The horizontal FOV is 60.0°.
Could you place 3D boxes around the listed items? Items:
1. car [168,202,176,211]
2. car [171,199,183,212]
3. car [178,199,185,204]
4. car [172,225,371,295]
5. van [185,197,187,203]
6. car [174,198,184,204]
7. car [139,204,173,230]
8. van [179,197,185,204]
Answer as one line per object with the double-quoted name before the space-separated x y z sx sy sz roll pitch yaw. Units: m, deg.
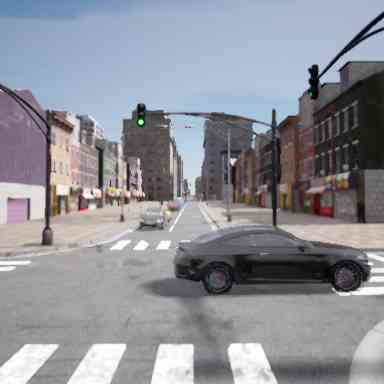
"car" -2.643 1.833 28.763 1.752 1.417 4.829 1 -1 0
"car" -2.656 2.015 45.878 1.887 1.381 4.507 1 -1 0
"car" -2.688 2.479 85.414 1.802 1.307 4.206 1 -1 0
"car" 1.856 1.557 8.213 4.674 1.442 1.812 -1 -1 0
"van" -2.675 2.105 74.121 1.690 1.788 3.998 1 -1 0
"car" -2.661 2.091 51.526 1.947 1.339 4.313 1 -1 0
"car" -2.640 1.804 23.284 2.008 1.369 4.403 1 -1 0
"van" -2.665 1.981 62.825 1.690 1.788 3.998 1 -1 0
